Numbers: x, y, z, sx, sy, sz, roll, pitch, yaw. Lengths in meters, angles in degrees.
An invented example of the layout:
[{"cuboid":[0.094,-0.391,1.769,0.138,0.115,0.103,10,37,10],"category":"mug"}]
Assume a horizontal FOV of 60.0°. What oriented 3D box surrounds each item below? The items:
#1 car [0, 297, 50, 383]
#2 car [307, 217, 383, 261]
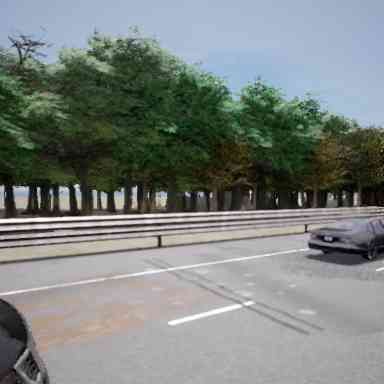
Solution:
[{"cuboid":[-3.516,1.200,1.243,5.566,2.045,2.150,1,0,-35],"category":"car"},{"cuboid":[6.704,1.667,12.814,5.357,1.411,2.033,1,0,-35],"category":"car"}]
